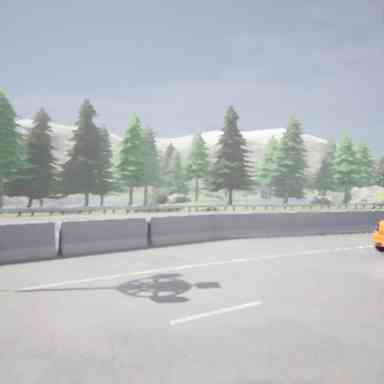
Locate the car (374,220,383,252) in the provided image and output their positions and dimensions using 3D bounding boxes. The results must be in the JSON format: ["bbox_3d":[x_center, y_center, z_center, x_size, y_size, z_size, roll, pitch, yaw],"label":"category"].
[{"bbox_3d":[8.907,1.340,12.077,4.553,1.767,2.097,0,0,-23],"label":"car"}]
